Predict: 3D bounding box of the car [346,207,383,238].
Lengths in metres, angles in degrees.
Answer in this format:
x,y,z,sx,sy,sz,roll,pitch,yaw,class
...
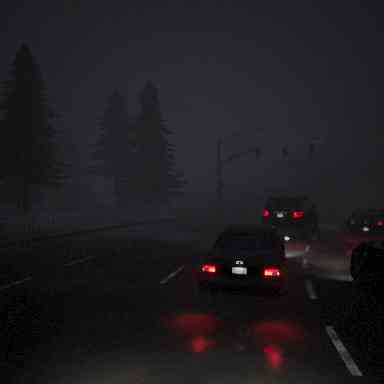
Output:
x,y,z,sx,sy,sz,roll,pitch,yaw,class
10.105,1.601,18.812,1.895,1.301,4.718,0,0,33,car

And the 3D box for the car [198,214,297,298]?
x,y,z,sx,sy,sz,roll,pitch,yaw,class
1.545,1.546,8.773,2.033,1.411,5.357,0,0,15,car

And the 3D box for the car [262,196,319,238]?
x,y,z,sx,sy,sz,roll,pitch,yaw,class
5.481,1.220,18.222,2.150,2.045,5.566,0,0,28,car

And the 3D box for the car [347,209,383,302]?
x,y,z,sx,sy,sz,roll,pitch,yaw,class
4.543,1.352,6.029,2.097,1.767,4.553,0,0,10,car
